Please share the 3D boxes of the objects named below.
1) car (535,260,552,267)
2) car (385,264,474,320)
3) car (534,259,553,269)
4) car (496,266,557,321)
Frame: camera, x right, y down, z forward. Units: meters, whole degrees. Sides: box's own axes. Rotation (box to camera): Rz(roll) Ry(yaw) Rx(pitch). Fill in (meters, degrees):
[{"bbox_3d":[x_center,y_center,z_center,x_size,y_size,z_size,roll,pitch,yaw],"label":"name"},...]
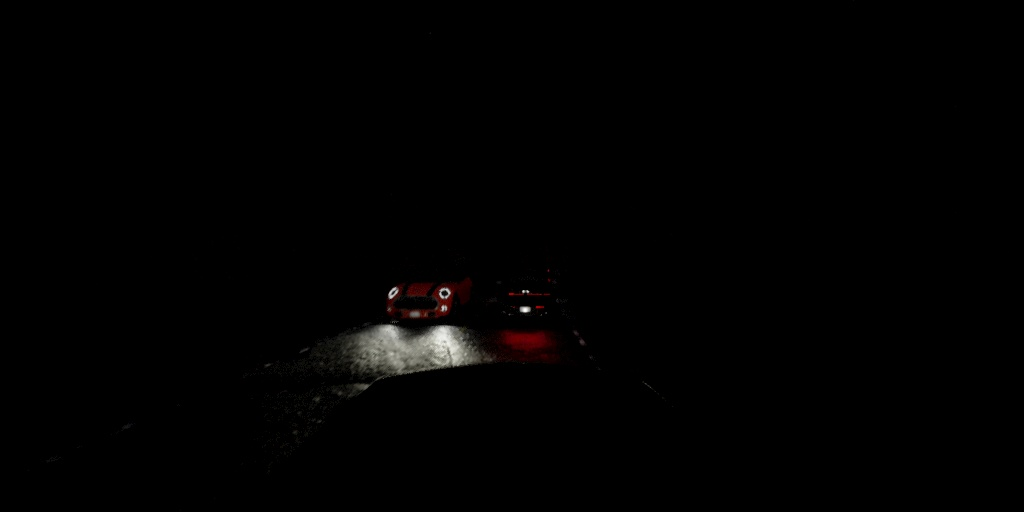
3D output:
[{"bbox_3d":[3.028,1.362,34.731,1.895,1.301,4.718,0,0,9],"label":"car"},{"bbox_3d":[-2.680,1.105,12.633,2.097,1.767,4.553,0,0,4],"label":"car"},{"bbox_3d":[5.194,1.290,58.169,2.033,1.411,5.357,0,0,16],"label":"car"},{"bbox_3d":[0.511,1.264,12.540,1.837,1.490,4.892,0,0,3],"label":"car"}]
